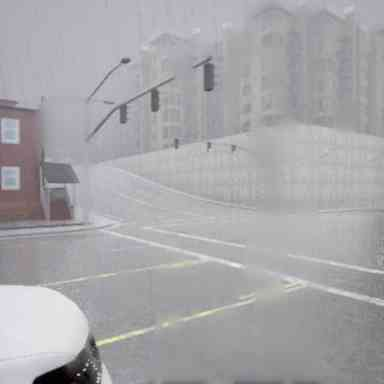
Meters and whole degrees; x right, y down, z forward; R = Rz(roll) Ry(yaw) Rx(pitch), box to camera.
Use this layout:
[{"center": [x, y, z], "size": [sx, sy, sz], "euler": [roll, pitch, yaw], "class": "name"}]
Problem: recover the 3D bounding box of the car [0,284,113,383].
[{"center": [-3.170, 1.235, 1.516], "size": [5.566, 2.045, 2.150], "euler": [-1, 0, -35], "class": "car"}]
